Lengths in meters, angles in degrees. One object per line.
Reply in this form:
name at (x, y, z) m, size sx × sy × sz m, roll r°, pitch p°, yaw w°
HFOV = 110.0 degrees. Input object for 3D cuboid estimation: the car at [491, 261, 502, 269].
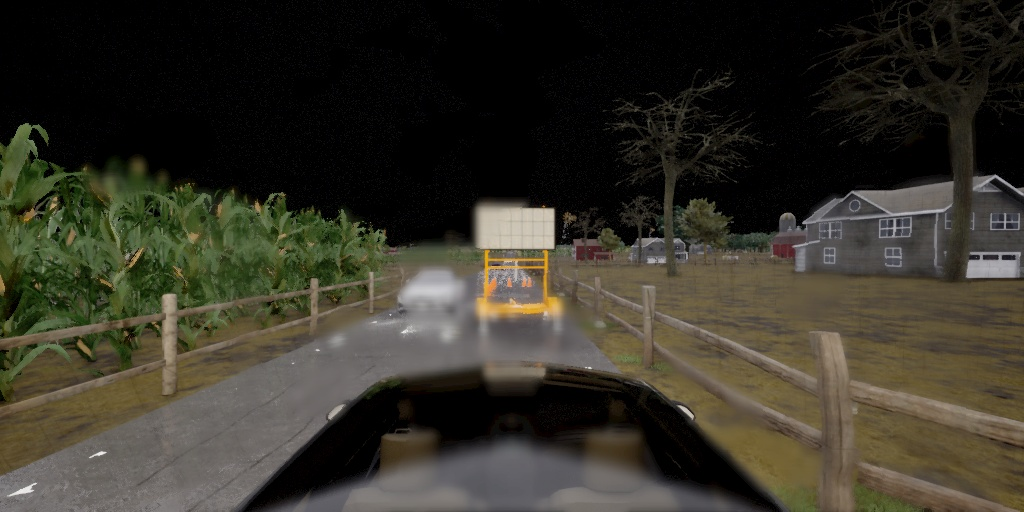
car at (-2.741, 1.597, 63.344) m, size 1.895 × 1.301 × 4.718 m, roll 0°, pitch 0°, yaw 0°

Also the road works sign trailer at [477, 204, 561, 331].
road works sign trailer at (0.122, 0.227, 11.047) m, size 2.380 × 3.560 × 2.880 m, roll 0°, pitch 0°, yaw -5°

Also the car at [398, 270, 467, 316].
car at (-2.835, 1.293, 13.666) m, size 1.812 × 1.442 × 4.674 m, roll 0°, pitch 0°, yaw 0°
